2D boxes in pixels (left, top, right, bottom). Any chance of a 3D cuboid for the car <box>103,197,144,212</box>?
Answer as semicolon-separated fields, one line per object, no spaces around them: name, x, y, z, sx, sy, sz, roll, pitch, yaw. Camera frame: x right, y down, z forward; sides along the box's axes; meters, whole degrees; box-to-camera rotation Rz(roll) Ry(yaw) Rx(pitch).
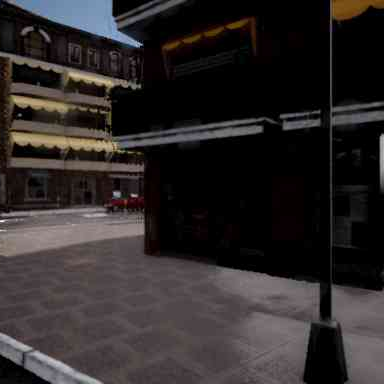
car;-6.299;1.108;31.484;4.206;1.307;1.802;-1;2;-39
